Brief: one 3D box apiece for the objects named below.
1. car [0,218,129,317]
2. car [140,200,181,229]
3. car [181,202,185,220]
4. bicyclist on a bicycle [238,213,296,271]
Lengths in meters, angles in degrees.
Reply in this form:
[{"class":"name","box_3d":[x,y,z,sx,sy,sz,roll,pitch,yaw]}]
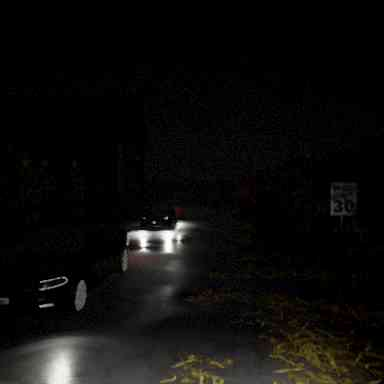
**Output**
[{"class":"car","box_3d":[-2.858,1.446,7.731,1.882,1.535,5.008,0,0,3]},{"class":"car","box_3d":[-2.046,1.479,21.504,1.812,1.442,4.674,0,0,3]},{"class":"car","box_3d":[-1.629,1.418,27.700,1.882,1.535,5.008,0,1,3]},{"class":"bicyclist on a bicycle","box_3d":[2.124,1.441,9.462,1.656,1.620,0.582,1,0,3]}]
